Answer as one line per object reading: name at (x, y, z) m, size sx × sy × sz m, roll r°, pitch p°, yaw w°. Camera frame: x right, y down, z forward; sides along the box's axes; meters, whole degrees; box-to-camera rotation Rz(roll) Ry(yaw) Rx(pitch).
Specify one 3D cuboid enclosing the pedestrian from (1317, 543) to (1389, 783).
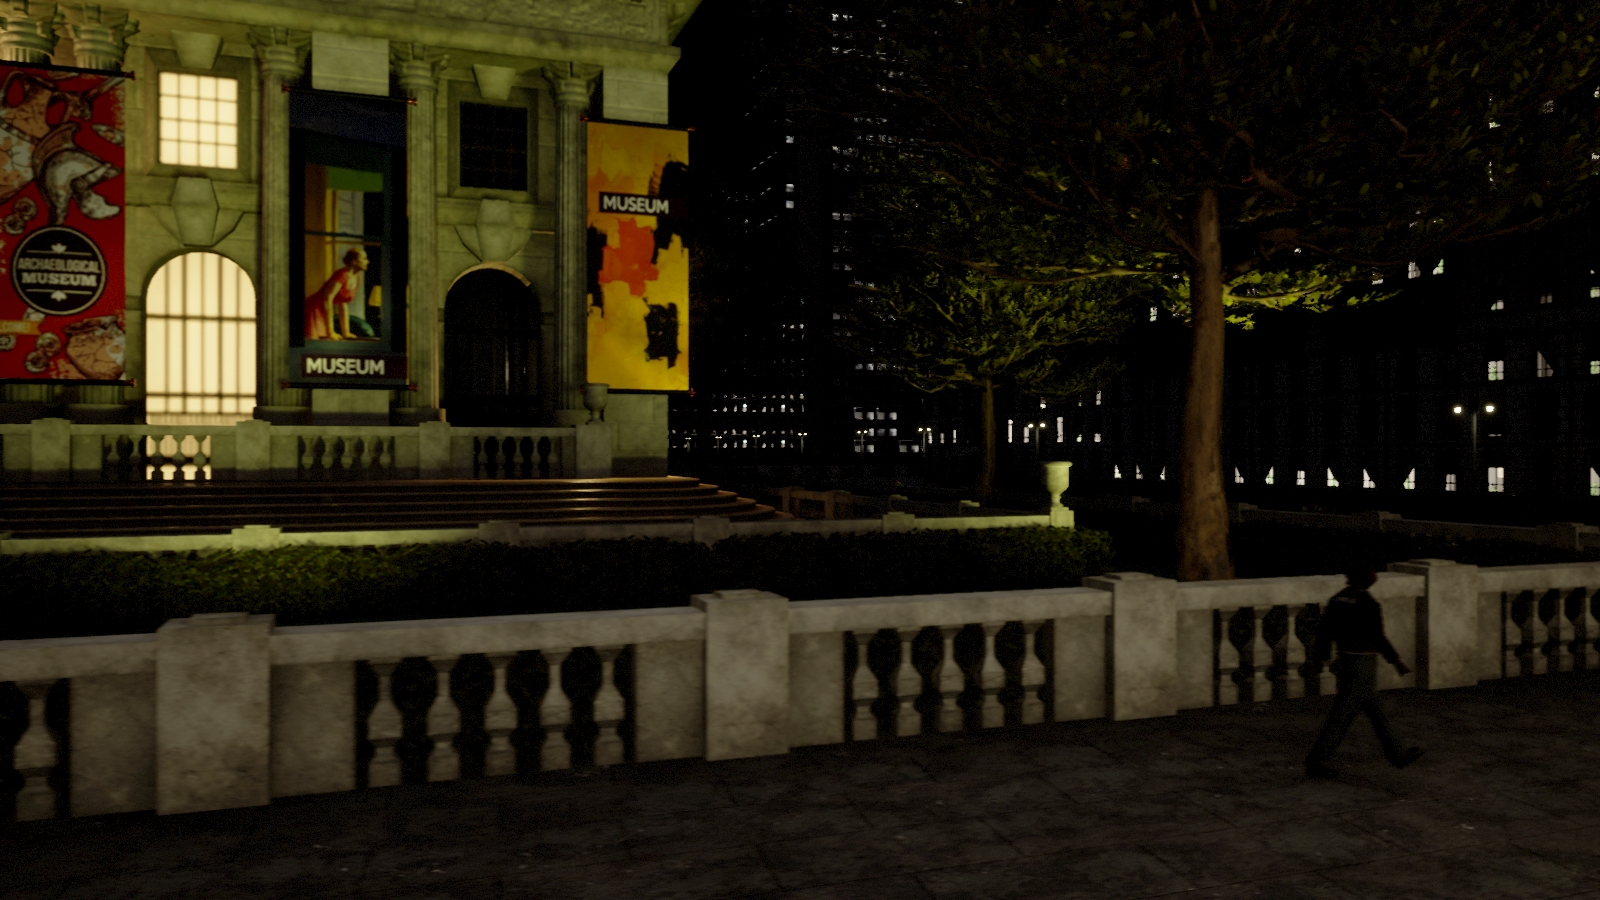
pedestrian at (4.456, 1.696, 9.213) m, size 0.375 × 1.860 × 0.375 m, roll 0°, pitch 0°, yaw -9°
